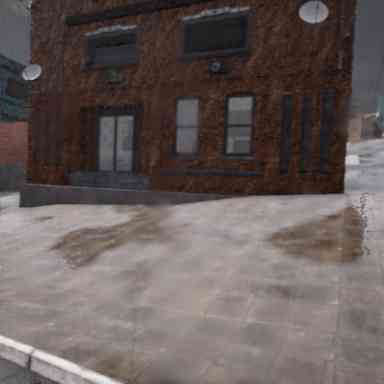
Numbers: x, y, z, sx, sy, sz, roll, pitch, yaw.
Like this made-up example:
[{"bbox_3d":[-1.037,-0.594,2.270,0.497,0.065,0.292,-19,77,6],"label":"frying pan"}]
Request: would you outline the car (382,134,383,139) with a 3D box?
[{"bbox_3d":[19.885,-5.243,30.299,2.185,1.767,4.553,1,2,-25],"label":"car"}]
